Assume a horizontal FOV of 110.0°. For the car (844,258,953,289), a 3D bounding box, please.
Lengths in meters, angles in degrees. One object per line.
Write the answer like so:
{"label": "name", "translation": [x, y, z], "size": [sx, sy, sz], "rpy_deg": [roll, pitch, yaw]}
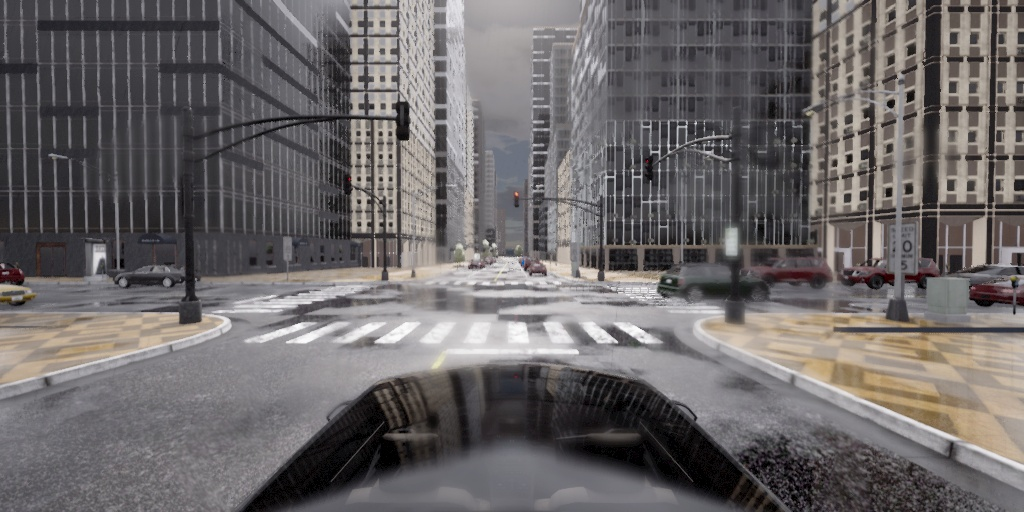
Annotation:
{"label": "car", "translation": [22.905, 1.019, 21.869], "size": [5.009, 1.841, 2.192], "rpy_deg": [0, 0, 0]}

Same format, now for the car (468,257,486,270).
{"label": "car", "translation": [-5.284, 1.133, 52.555], "size": [1.967, 1.591, 4.097], "rpy_deg": [0, 0, 0]}

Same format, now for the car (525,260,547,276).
{"label": "car", "translation": [2.553, 1.295, 36.001], "size": [1.802, 1.307, 4.207], "rpy_deg": [0, 0, 0]}

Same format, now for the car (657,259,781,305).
{"label": "car", "translation": [9.047, 1.129, 16.133], "size": [4.553, 1.767, 2.097], "rpy_deg": [0, 1, -8]}

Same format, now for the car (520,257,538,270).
{"label": "car", "translation": [2.581, 1.015, 47.051], "size": [2.192, 1.841, 5.009], "rpy_deg": [0, 0, 0]}

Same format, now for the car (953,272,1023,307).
{"label": "car", "translation": [20.188, 1.409, 13.726], "size": [4.207, 1.307, 1.802], "rpy_deg": [0, 0, 0]}

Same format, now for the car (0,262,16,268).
{"label": "car", "translation": [-32.553, 1.063, 21.706], "size": [4.097, 1.591, 1.967], "rpy_deg": [0, 0, 0]}

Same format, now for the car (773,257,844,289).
{"label": "car", "translation": [16.573, 1.010, 21.859], "size": [5.009, 1.841, 2.192], "rpy_deg": [0, 0, 0]}

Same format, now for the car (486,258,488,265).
{"label": "car", "translation": [-5.281, 1.268, 58.080], "size": [1.802, 1.307, 4.207], "rpy_deg": [0, 0, 0]}

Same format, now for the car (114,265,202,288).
{"label": "car", "translation": [-21.437, 1.190, 21.795], "size": [4.403, 1.370, 2.007], "rpy_deg": [0, 0, 0]}

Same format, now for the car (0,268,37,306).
{"label": "car", "translation": [-21.253, 1.292, 13.657], "size": [4.829, 1.417, 1.751], "rpy_deg": [0, 0, 0]}

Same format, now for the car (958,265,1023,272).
{"label": "car", "translation": [25.955, 1.253, 19.266], "size": [4.892, 1.490, 1.837], "rpy_deg": [0, 1, 0]}
